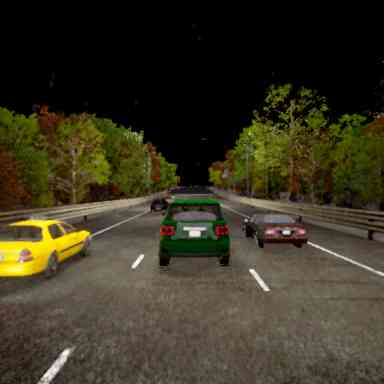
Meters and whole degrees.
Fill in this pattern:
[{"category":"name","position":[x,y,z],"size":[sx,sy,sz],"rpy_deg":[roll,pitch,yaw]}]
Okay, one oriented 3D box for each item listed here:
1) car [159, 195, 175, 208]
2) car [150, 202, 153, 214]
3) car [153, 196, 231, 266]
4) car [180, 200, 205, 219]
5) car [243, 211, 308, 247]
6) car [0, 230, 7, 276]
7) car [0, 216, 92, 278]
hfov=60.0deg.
[{"category":"car","position":[-3.613,1.403,48.864],"size":[2.097,1.767,4.553],"rpy_deg":[0,0,0]},{"category":"car","position":[-3.527,1.572,37.311],"size":[1.882,1.535,5.008],"rpy_deg":[0,0,0]},{"category":"car","position":[0.071,1.253,11.867],"size":[2.150,2.045,5.566],"rpy_deg":[0,0,0]},{"category":"car","position":[0.021,1.573,30.861],"size":[2.128,1.511,4.902],"rpy_deg":[0,0,0]},{"category":"car","position":[3.564,1.581,15.069],"size":[2.033,1.411,5.357],"rpy_deg":[0,0,0]},{"category":"car","position":[-4.555,1.525,4.019],"size":[1.837,1.490,4.892],"rpy_deg":[0,0,0]},{"category":"car","position":[-4.572,1.492,10.211],"size":[1.801,1.575,5.366],"rpy_deg":[0,0,0]}]
